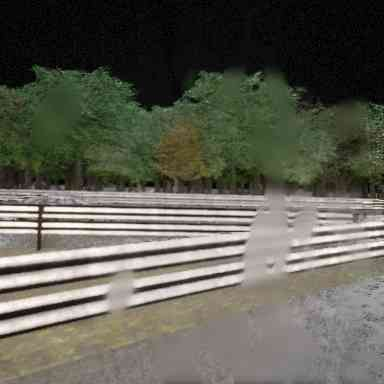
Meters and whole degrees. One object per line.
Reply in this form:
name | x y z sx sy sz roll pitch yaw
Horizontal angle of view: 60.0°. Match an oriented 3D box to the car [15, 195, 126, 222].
car | -5.600 0.904 15.642 4.902 1.511 2.128 1 1 -4
